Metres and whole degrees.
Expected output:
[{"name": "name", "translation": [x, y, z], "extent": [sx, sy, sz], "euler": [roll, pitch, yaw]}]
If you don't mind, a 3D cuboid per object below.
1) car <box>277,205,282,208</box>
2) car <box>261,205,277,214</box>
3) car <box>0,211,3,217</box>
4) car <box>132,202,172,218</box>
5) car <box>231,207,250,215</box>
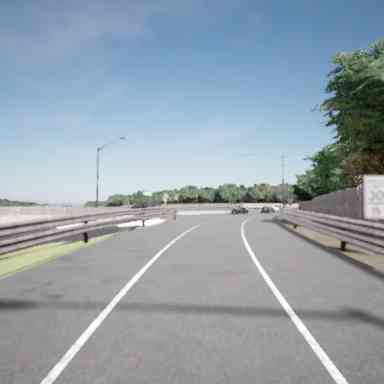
[{"name": "car", "translation": [23.076, 4.455, 89.736], "extent": [2.150, 2.045, 5.566], "euler": [0, -3, 16]}, {"name": "car", "translation": [16.779, 3.855, 73.528], "extent": [2.097, 1.767, 4.553], "euler": [-1, -3, 25]}, {"name": "car", "translation": [-20.060, 1.825, 30.811], "extent": [4.553, 1.767, 2.097], "euler": [2, -3, -35]}, {"name": "car", "translation": [-5.210, 2.301, 43.075], "extent": [5.566, 2.045, 2.150], "euler": [3, -3, -44]}, {"name": "car", "translation": [8.603, 3.385, 59.595], "extent": [1.812, 1.442, 4.674], "euler": [-1, -3, 34]}]
